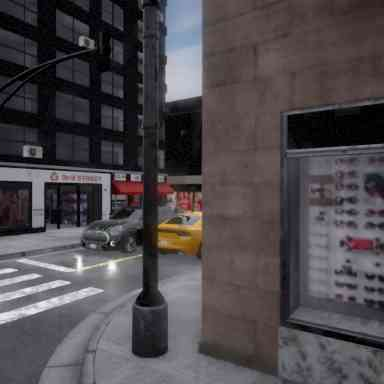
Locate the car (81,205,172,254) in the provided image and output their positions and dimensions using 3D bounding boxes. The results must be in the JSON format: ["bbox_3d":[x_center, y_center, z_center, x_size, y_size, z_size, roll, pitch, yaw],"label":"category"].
[{"bbox_3d":[-2.318,1.367,13.814,2.097,1.767,4.553,0,0,33],"label":"car"}]

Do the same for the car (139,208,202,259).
[{"bbox_3d":[0.465,1.501,12.860,1.882,1.535,5.008,0,0,33],"label":"car"}]
